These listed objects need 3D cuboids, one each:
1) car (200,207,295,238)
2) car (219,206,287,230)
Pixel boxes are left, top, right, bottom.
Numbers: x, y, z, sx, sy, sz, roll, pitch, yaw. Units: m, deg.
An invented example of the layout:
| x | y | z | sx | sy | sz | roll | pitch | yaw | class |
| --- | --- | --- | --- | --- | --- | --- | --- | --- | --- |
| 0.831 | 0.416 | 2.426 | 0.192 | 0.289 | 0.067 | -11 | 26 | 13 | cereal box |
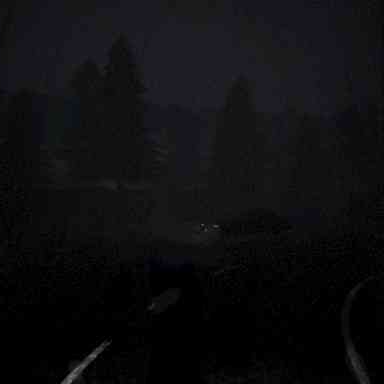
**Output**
| x | y | z | sx | sy | sz | roll | pitch | yaw | class |
| --- | --- | --- | --- | --- | --- | --- | --- | --- | --- |
| 3.150 | 1.665 | 18.322 | 5.357 | 1.411 | 2.033 | 0 | 0 | -26 | car |
| 4.138 | 1.710 | 22.623 | 4.181 | 1.385 | 1.994 | 0 | 0 | -23 | car |
